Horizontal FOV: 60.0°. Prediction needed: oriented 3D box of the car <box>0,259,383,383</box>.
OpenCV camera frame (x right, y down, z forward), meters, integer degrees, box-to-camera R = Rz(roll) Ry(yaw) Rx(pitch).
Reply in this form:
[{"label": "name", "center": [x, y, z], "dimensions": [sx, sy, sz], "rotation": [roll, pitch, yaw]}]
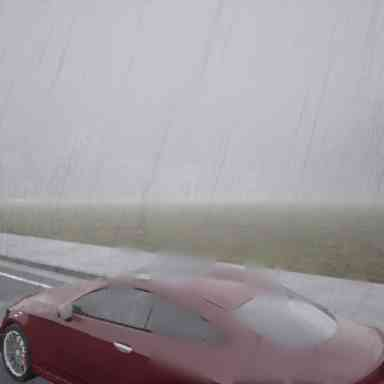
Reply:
[{"label": "car", "center": [-0.330, 1.540, 3.800], "dimensions": [4.674, 1.442, 1.812], "rotation": [0, 0, 36]}]
